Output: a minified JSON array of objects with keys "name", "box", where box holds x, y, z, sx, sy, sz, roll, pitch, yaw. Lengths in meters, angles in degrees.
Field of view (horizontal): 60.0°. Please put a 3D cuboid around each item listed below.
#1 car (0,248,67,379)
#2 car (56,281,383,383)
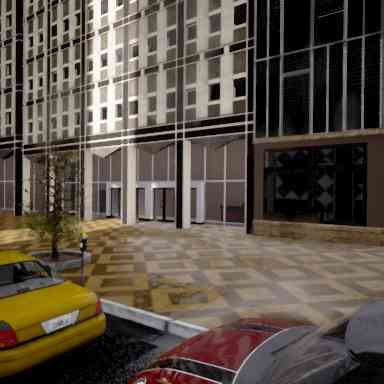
[{"name":"car","box":[-3.452,1.524,5.329,4.829,1.417,1.752,0,1,36]},{"name":"car","box":[1.312,1.440,1.928,4.097,1.590,1.967,0,1,36]}]
